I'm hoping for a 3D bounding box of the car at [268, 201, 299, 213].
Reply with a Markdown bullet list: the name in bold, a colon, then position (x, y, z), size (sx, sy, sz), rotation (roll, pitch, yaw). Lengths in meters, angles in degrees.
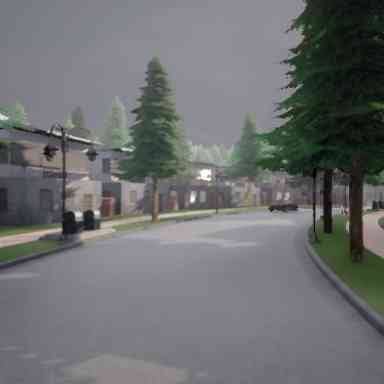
- **car**: position (10.456, 1.681, 38.029), size (1.895, 1.301, 4.718), rotation (0, 0, 39)
